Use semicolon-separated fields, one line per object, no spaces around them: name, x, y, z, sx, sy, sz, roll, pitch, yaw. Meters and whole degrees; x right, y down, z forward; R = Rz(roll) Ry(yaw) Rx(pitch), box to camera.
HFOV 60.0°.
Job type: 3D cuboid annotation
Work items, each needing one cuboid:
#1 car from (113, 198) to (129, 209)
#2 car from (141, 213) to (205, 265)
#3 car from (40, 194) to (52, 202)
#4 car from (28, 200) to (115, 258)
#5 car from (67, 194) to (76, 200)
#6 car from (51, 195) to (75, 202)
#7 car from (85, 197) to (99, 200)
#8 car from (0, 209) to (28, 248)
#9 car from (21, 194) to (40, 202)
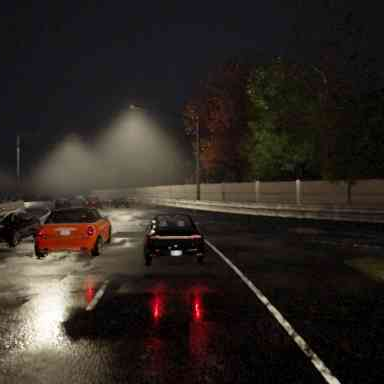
car;-9.874;1.542;45.049;1.837;1.490;4.892;0;0;-24
car;-0.724;1.495;11.713;2.128;1.511;4.902;0;0;-7
car;-32.188;1.288;73.193;2.097;1.767;4.553;0;0;-45
car;-4.436;1.369;13.045;2.097;1.767;4.553;0;0;-7
car;-27.701;1.273;75.255;2.097;1.767;4.553;0;0;-29
car;-17.411;1.556;44.713;2.128;1.511;4.902;0;0;-25
car;-13.423;1.402;44.377;2.097;1.767;4.553;0;0;-24
car;-8.251;1.522;14.858;2.128;1.511;4.902;0;0;-8
car;-34.788;1.298;70.849;2.097;1.767;4.553;0;0;-45
